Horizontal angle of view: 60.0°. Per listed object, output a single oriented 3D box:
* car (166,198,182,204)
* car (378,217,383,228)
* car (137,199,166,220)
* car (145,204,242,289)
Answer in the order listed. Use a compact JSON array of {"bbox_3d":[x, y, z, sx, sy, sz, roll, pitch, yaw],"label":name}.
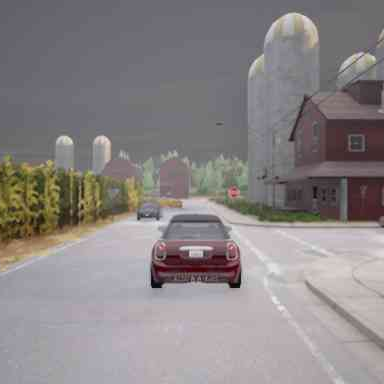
[{"bbox_3d":[-3.275,1.648,49.027,1.882,1.535,5.008,0,0,-32],"label":"car"},{"bbox_3d":[12.960,1.638,18.318,4.718,1.301,1.895,0,0,-1],"label":"car"},{"bbox_3d":[-3.587,1.605,28.866,1.837,1.490,4.892,0,0,0],"label":"car"},{"bbox_3d":[0.094,1.384,9.390,2.097,1.767,4.553,0,0,0],"label":"car"}]
